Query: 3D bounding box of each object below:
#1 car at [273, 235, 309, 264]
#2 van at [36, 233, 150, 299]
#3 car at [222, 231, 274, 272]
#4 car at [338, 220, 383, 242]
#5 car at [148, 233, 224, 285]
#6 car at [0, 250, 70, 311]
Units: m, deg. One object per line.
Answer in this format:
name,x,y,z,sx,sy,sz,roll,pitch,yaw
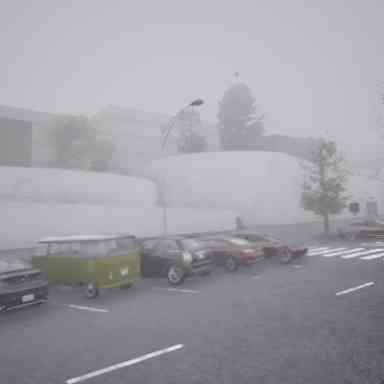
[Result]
car,3.442,2.758,16.982,4.792,1.488,2.163,-7,-6,34
van,-3.944,2.509,11.792,4.442,1.987,1.878,-7,-6,34
car,0.992,2.768,15.219,4.674,1.452,2.002,-7,-6,34
car,13.142,2.771,24.057,4.792,1.488,2.163,-7,-6,34
car,-1.405,2.597,13.461,4.553,1.767,2.185,-7,-6,34
car,-6.238,2.719,9.948,4.892,1.521,2.231,-7,-6,34
